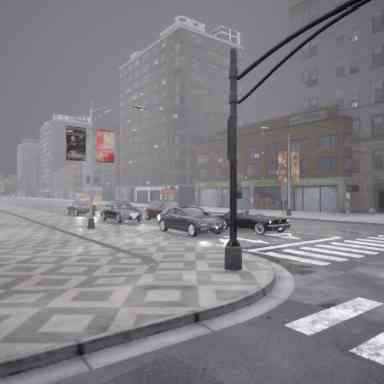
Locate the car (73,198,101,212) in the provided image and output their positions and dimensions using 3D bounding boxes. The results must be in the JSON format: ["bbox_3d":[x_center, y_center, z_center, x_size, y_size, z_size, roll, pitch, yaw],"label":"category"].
[{"bbox_3d":[-13.522,1.623,42.690,1.882,1.535,5.008,0,0,-36],"label":"car"}]

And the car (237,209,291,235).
[{"bbox_3d":[3.379,1.650,19.402,1.895,1.301,4.718,0,0,-36],"label":"car"}]

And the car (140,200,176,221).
[{"bbox_3d":[-1.948,1.437,26.725,2.097,1.767,4.553,0,0,-36],"label":"car"}]

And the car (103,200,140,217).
[{"bbox_3d":[-7.291,1.621,34.069,1.837,1.490,4.892,0,0,-36],"label":"car"}]

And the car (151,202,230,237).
[{"bbox_3d":[-0.165,1.560,18.741,1.837,1.490,4.892,0,0,-36],"label":"car"}]

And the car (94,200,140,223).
[{"bbox_3d":[-5.664,1.583,26.299,2.128,1.511,4.902,0,0,-36],"label":"car"}]

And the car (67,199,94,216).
[{"bbox_3d":[-11.514,1.629,34.356,1.837,1.490,4.892,0,0,-36],"label":"car"}]
